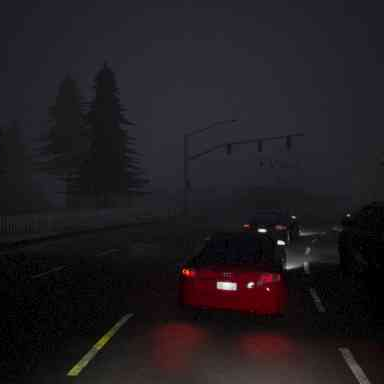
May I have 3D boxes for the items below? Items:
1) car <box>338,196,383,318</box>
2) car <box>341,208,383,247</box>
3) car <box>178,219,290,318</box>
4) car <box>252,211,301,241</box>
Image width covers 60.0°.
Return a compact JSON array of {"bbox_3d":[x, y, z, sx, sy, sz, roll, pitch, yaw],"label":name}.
[{"bbox_3d":[4.701,1.221,7.219,2.150,2.045,5.566,0,0,15],"label":"car"},{"bbox_3d":[8.359,1.564,15.812,1.994,1.385,4.181,0,0,28],"label":"car"},{"bbox_3d":[1.123,1.564,7.577,1.994,1.385,4.181,0,0,15],"label":"car"},{"bbox_3d":[3.780,1.564,15.549,1.994,1.385,4.181,0,0,26],"label":"car"}]
